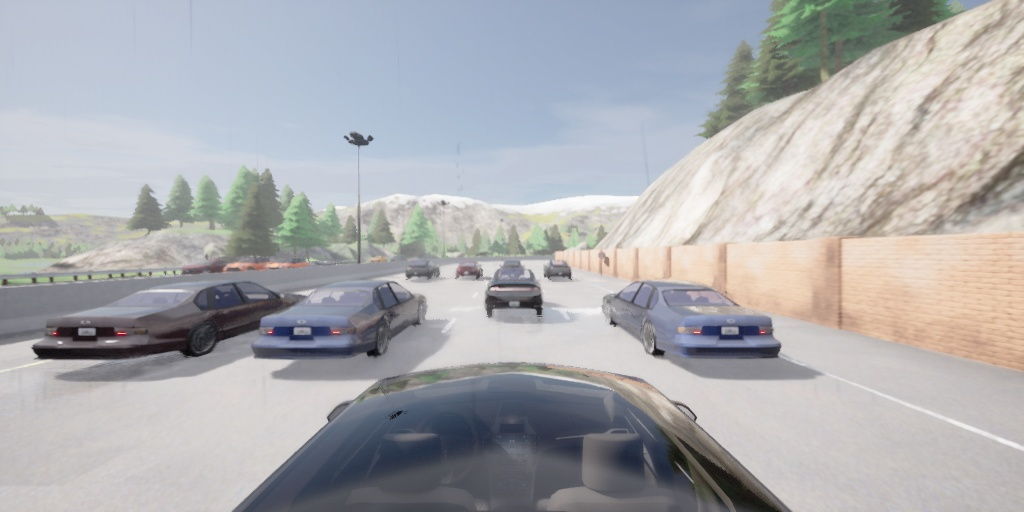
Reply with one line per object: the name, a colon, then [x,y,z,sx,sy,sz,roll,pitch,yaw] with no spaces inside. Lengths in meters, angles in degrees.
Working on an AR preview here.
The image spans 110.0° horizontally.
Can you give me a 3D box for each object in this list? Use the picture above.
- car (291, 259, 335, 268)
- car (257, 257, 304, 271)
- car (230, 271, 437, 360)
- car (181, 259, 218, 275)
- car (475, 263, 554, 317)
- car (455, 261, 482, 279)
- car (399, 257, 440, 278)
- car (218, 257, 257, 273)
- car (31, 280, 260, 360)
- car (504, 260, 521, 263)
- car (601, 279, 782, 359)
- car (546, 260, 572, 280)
car: [-17.661,1.171,32.889,1.895,1.301,4.718,0,0,0]
car: [-21.160,0.921,33.811,2.097,1.767,4.553,0,0,0]
car: [-3.426,1.259,8.378,2.033,1.411,5.357,0,0,0]
car: [-28.158,1.056,33.612,1.882,1.535,5.008,0,0,0]
car: [0.072,1.169,12.854,2.128,1.511,4.902,0,0,0]
car: [-3.462,1.101,29.465,1.812,1.442,4.674,0,0,0]
car: [-6.962,1.078,28.436,2.128,1.511,4.902,0,0,0]
car: [-24.659,0.925,33.851,2.097,1.767,4.553,0,0,0]
car: [-6.926,1.263,8.354,2.033,1.411,5.357,0,0,0]
car: [0.038,1.083,28.485,1.837,1.490,4.892,0,1,0]
car: [3.574,1.251,8.384,2.033,1.411,5.357,0,0,0]
car: [3.539,1.065,28.450,2.128,1.511,4.902,0,0,0]
